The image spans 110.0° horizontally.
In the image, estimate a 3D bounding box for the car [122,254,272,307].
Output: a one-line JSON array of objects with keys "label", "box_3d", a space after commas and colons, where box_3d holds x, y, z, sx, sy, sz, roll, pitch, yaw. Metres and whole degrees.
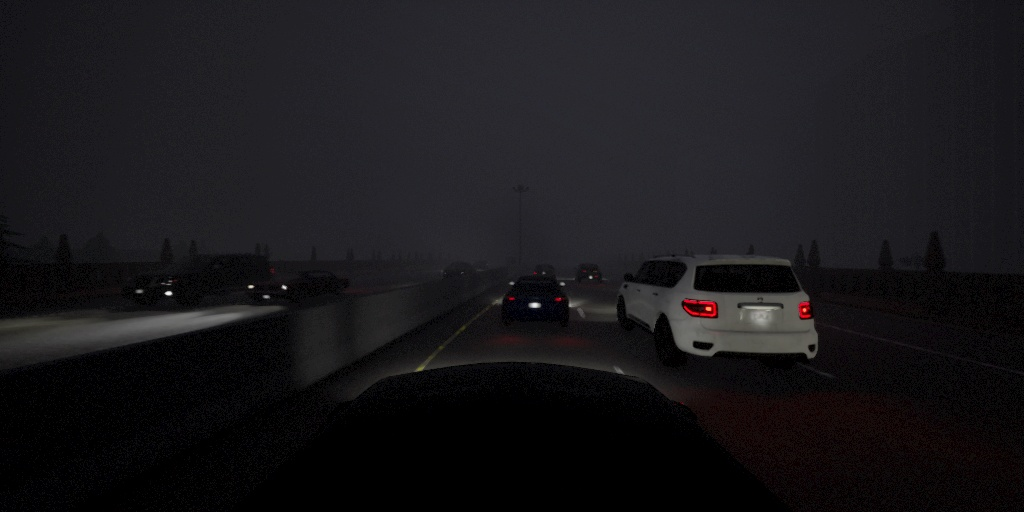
[{"label": "car", "box_3d": [-13.150, 0.926, 15.680, 2.150, 2.045, 5.566, 0, 0, 6]}]

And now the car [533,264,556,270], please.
[{"label": "car", "box_3d": [2.674, 1.363, 29.749, 2.033, 1.411, 5.357, 0, 0, 6]}]

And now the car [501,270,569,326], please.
[{"label": "car", "box_3d": [0.806, 1.328, 11.834, 1.994, 1.385, 4.181, 0, 0, 5]}]

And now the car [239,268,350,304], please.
[{"label": "car", "box_3d": [-9.547, 1.325, 16.466, 1.895, 1.301, 4.718, 0, 0, 6]}]

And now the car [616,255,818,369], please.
[{"label": "car", "box_3d": [3.948, 0.995, 8.085, 2.150, 2.045, 5.566, 0, 0, 4]}]

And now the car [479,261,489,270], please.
[{"label": "car", "box_3d": [-4.933, 1.439, 57.930, 2.033, 1.411, 5.357, 0, 0, 7]}]

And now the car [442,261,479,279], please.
[{"label": "car", "box_3d": [-4.463, 1.261, 30.654, 1.882, 1.535, 5.008, 0, 0, 6]}]

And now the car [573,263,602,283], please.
[{"label": "car", "box_3d": [6.128, 1.335, 29.109, 1.837, 1.490, 4.892, 0, 0, 6]}]

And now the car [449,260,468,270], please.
[{"label": "car", "box_3d": [-8.518, 1.435, 57.439, 1.994, 1.385, 4.181, 0, 0, 7]}]
